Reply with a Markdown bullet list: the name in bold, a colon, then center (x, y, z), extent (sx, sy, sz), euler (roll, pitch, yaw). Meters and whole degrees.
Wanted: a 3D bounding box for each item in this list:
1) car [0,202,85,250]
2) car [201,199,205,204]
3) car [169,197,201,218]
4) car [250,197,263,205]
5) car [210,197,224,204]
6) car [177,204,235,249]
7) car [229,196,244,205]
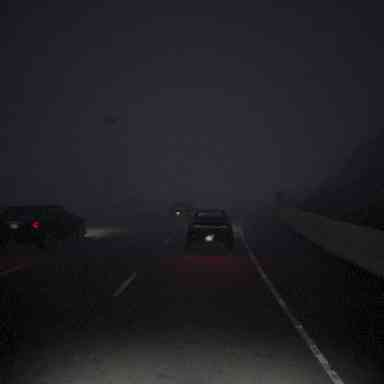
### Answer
- **car**: center (-6.302, 1.276, 14.234), extent (2.097, 1.767, 4.553), euler (1, 0, 5)
- **car**: center (0.687, 1.552, 62.132), extent (2.033, 1.411, 5.357), euler (1, 0, 22)
- **car**: center (-0.700, 1.495, 29.578), extent (1.837, 1.490, 4.892), euler (0, 0, 11)
- **car**: center (12.015, 1.704, 61.842), extent (1.994, 1.385, 4.181), euler (1, 0, 21)
- **car**: center (4.712, 1.579, 62.352), extent (1.812, 1.442, 4.674), euler (1, 0, 20)
- **car**: center (0.847, 1.501, 14.613), extent (2.128, 1.511, 4.902), euler (1, 0, 5)
- **car**: center (8.341, 1.448, 62.018), extent (2.097, 1.767, 4.553), euler (1, 0, 20)
